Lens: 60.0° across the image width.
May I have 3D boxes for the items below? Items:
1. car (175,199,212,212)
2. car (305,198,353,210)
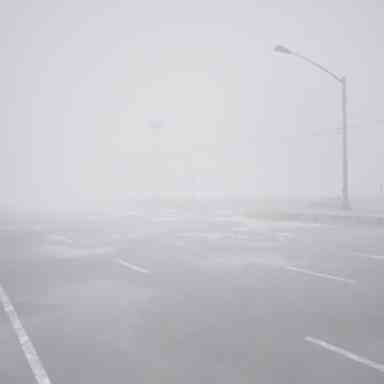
[{"bbox_3d":[0.199,1.530,38.546,4.181,1.385,1.994,-1,0,19],"label":"car"},{"bbox_3d":[15.155,1.357,37.018,4.718,1.301,1.895,-1,0,-7],"label":"car"}]
